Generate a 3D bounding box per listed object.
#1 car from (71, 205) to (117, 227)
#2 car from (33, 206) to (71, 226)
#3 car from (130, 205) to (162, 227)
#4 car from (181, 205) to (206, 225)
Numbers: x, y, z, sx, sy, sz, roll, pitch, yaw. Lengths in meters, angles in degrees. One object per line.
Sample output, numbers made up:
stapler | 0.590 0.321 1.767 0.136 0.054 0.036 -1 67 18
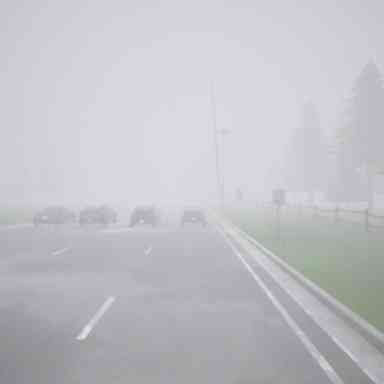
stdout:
car | -6.888 1.710 24.772 2.128 1.511 4.902 0 0 0
car | -10.389 1.789 25.475 1.994 1.385 4.181 0 0 0
car | -3.389 1.724 24.804 1.837 1.490 4.892 0 0 0
car | 0.098 1.752 25.839 1.812 1.442 4.674 0 0 0
